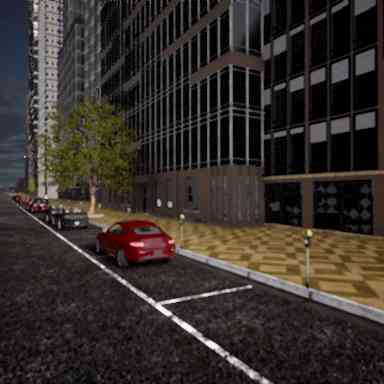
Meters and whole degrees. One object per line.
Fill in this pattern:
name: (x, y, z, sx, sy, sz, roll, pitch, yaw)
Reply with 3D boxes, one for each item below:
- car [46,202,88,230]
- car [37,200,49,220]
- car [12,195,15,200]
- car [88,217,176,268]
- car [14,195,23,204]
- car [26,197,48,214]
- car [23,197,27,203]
car: (-7.715, 1.550, 21.010, 2.008, 1.369, 4.403, 0, 0, -30)
car: (-10.578, 1.547, 25.930, 2.008, 1.369, 4.403, 0, 0, -30)
car: (-39.206, 1.477, 75.133, 1.947, 1.339, 4.313, 0, 0, -30)
car: (-1.990, 1.581, 11.170, 1.802, 1.307, 4.206, 0, 0, -30)
car: (-30.617, 1.491, 60.372, 1.887, 1.381, 4.507, 0, 0, -30)
car: (-16.304, 1.425, 35.771, 1.967, 1.590, 4.097, 0, 0, -30)
car: (-19.167, 1.419, 40.691, 1.967, 1.590, 4.097, 0, 0, -30)
